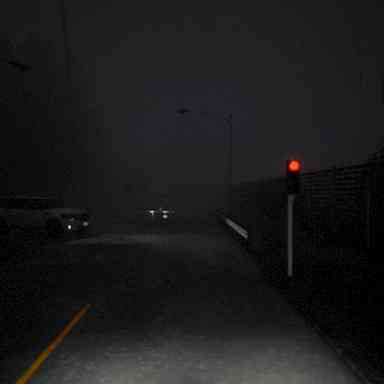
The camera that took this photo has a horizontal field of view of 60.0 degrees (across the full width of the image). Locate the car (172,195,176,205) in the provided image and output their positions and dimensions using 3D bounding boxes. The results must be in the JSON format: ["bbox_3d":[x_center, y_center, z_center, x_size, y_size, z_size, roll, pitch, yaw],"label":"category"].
[{"bbox_3d":[-4.221,1.343,53.763,2.097,1.767,4.553,0,0,0],"label":"car"}]

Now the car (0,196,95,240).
[{"bbox_3d":[-7.798,1.221,17.131,5.566,2.045,2.150,0,-1,18],"label":"car"}]

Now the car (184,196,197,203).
[{"bbox_3d":[-0.140,1.515,66.365,1.812,1.442,4.674,0,0,-1],"label":"car"}]

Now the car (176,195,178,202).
[{"bbox_3d":[-4.193,1.515,63.957,1.812,1.442,4.674,0,0,0],"label":"car"}]

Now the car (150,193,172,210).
[{"bbox_3d":[-4.209,1.214,43.912,2.150,2.045,5.566,0,0,0],"label":"car"}]

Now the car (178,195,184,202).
[{"bbox_3d":[-3.905,1.487,77.012,4.892,1.490,1.837,0,0,40],"label":"car"}]
